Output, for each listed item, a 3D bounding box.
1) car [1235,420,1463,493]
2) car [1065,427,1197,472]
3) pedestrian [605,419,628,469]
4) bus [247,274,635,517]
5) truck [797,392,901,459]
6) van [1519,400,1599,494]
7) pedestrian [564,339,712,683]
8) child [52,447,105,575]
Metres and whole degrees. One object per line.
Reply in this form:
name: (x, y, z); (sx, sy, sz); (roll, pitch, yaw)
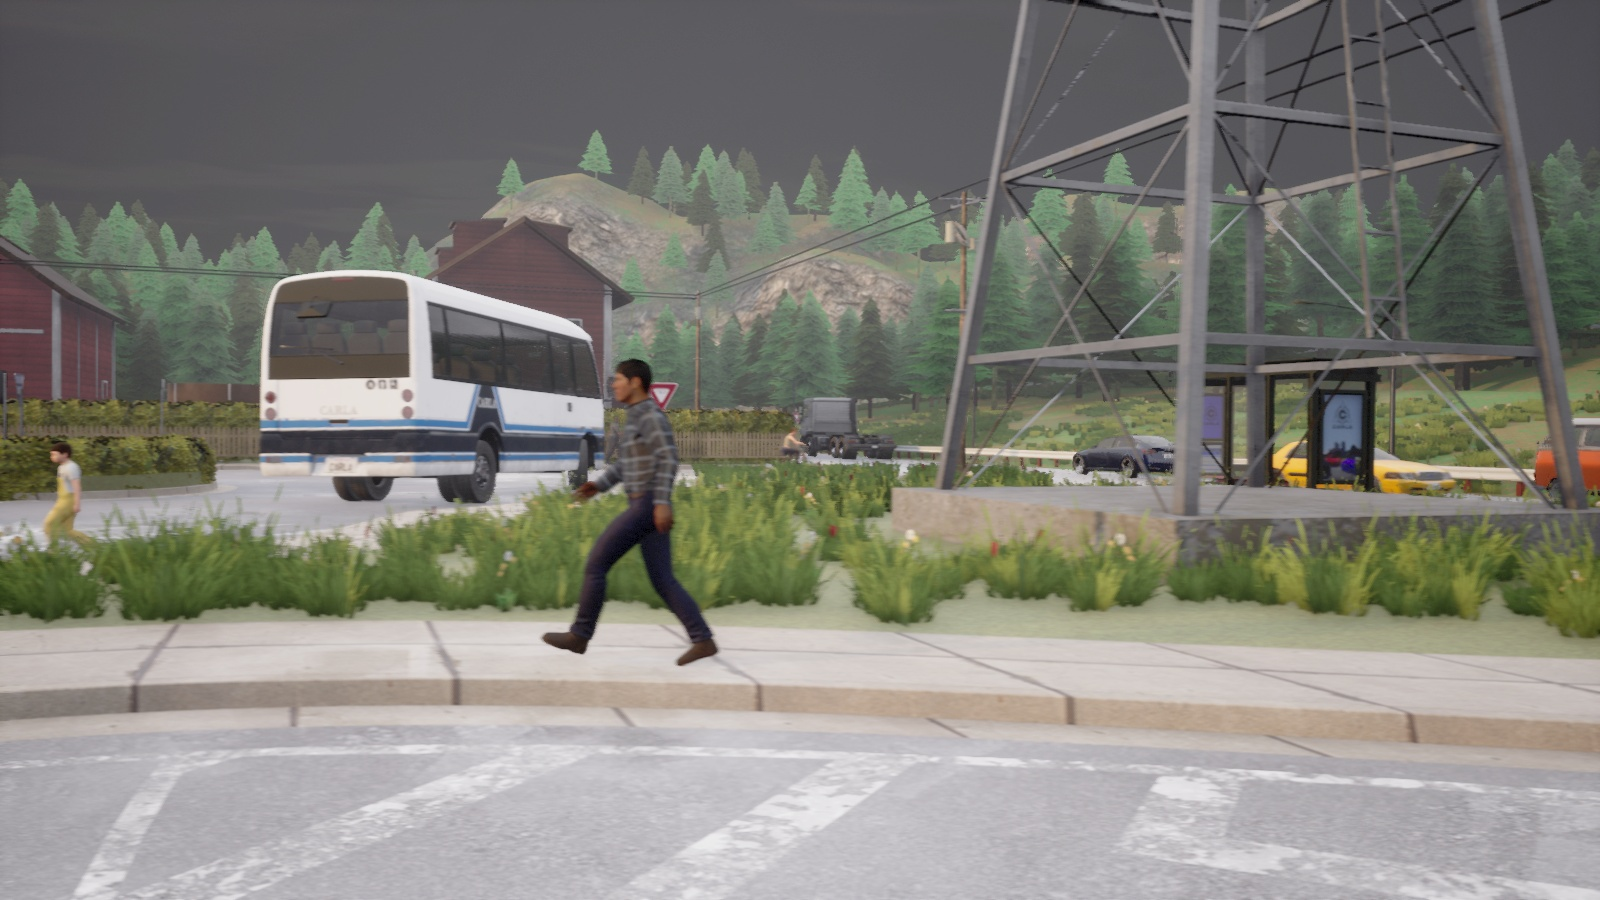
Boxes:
car: (12.950, 0.108, 30.067); (1.801, 1.575, 5.366); (-1, 1, -20)
car: (11.561, -0.048, 44.268); (2.163, 1.488, 4.792); (-1, 1, -20)
pedestrian: (-6.844, -0.235, 46.831); (0.694, 1.848, 0.540); (-1, 1, -23)
bus: (-7.192, -0.952, 27.690); (3.944, 4.253, 10.273); (-2, 0, 11)
truck: (2.574, -1.338, 69.199); (2.891, 3.462, 7.936); (-1, 1, -20)
van: (17.890, -0.077, 26.664); (1.775, 1.987, 4.442); (-1, 1, -20)
pedestrian: (-0.935, 0.344, 7.337); (0.788, 1.949, 0.423); (-1, 1, 0)
child: (-7.285, 0.606, 12.680); (0.437, 1.263, 0.270); (-1, 1, -32)
